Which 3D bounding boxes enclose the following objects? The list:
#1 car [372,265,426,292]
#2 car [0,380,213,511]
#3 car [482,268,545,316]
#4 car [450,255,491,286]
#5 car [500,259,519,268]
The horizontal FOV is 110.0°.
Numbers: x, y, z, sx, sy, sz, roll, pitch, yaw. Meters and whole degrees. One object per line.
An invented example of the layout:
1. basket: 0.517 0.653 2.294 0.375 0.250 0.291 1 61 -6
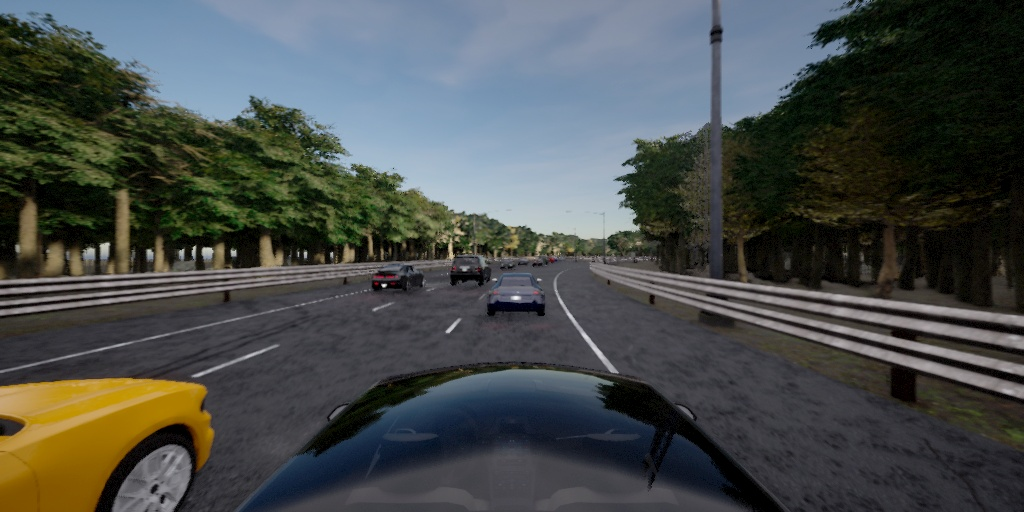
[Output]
1. car: -6.505 1.244 21.005 1.837 1.490 4.892 0 0 3
2. car: -3.427 1.221 0.915 1.882 1.535 5.008 0 0 0
3. car: 0.183 1.317 13.511 1.994 1.385 4.181 0 0 2
4. car: -2.811 0.970 25.326 2.150 2.045 5.566 0 0 3
5. car: -0.465 1.339 53.353 1.895 1.301 4.718 0 0 7
